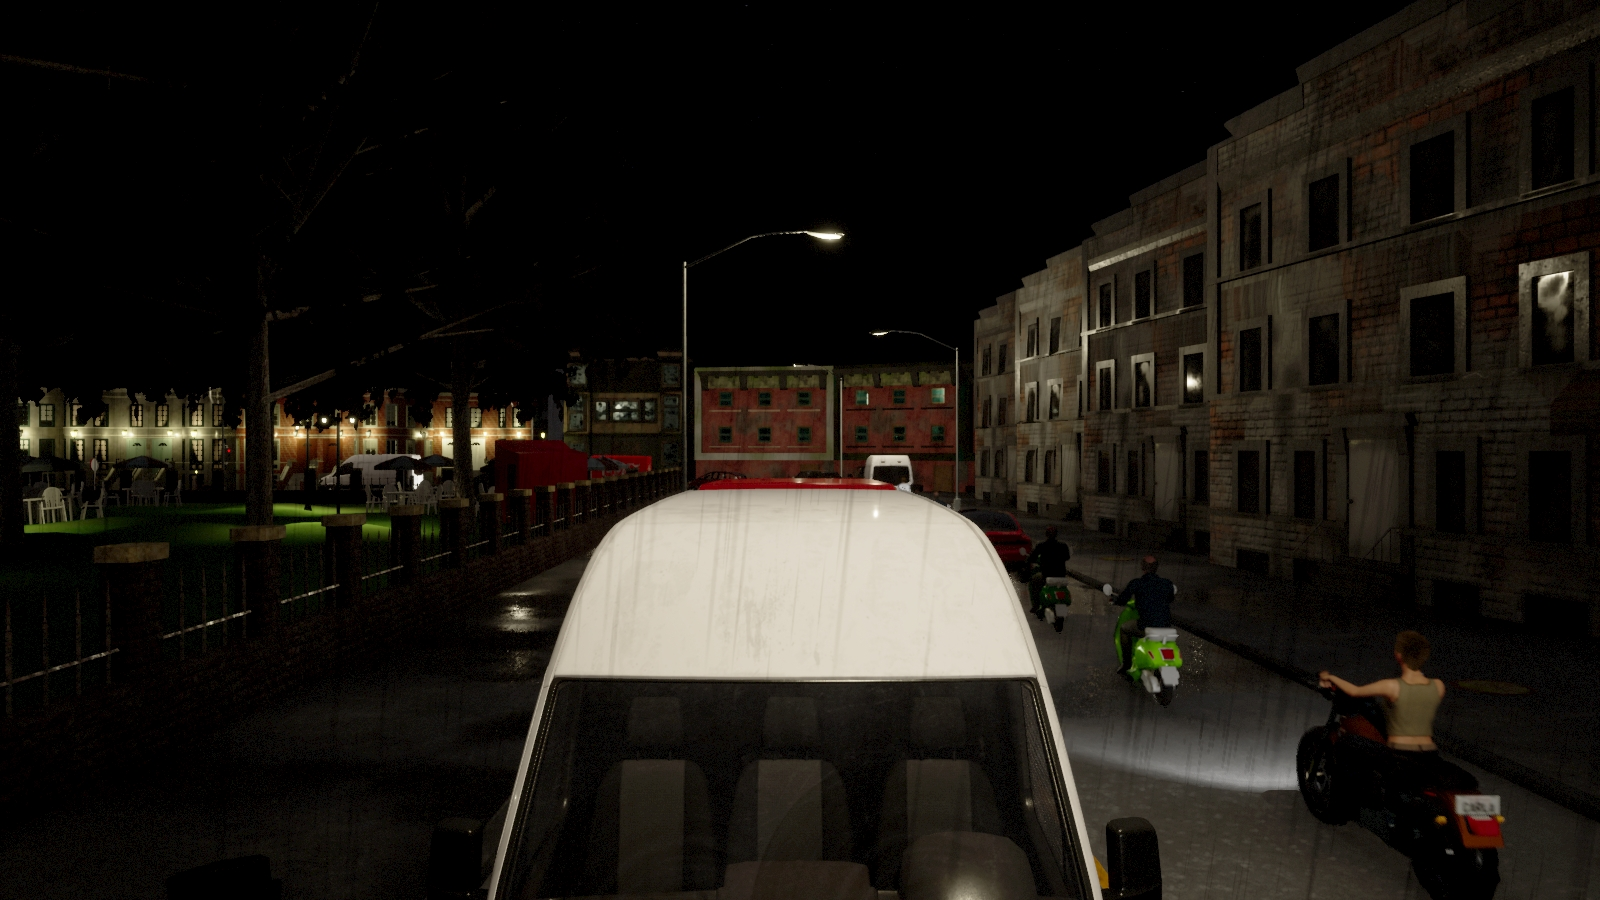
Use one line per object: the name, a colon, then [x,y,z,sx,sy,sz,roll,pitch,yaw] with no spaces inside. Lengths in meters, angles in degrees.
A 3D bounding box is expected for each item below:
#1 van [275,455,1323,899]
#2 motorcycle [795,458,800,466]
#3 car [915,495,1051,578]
van: [-0.006,1.314,5.127,1.988,2.561,5.915,0,0,0]
motorcycle: [-0.384,1.962,183.190,0.856,1.236,1.805,0,0,0]
car: [3.926,1.841,25.387,2.231,1.480,4.892,0,0,0]
